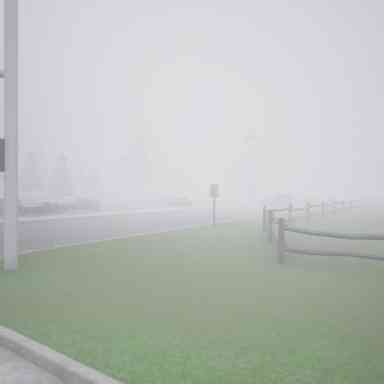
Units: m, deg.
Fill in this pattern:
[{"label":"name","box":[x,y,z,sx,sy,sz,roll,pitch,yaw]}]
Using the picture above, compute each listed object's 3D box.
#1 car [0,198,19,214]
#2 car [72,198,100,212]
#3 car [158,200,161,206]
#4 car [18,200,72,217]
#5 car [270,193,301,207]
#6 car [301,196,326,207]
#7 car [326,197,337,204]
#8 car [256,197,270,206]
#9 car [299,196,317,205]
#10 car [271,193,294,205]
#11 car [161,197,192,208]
[{"label":"car","box":[-18.231,1.352,31.250,2.097,1.767,4.553,0,0,35]},{"label":"car","box":[-12.994,1.491,38.828,2.128,1.511,4.902,0,0,35]},{"label":"car","box":[-3.304,1.491,52.795,2.128,1.511,4.902,0,0,35]},{"label":"car","box":[-14.073,1.601,31.112,1.895,1.301,4.718,0,0,35]},{"label":"car","box":[14.575,1.222,51.829,2.150,2.045,5.566,0,0,36]},{"label":"car","box":[18.655,1.478,51.499,1.882,1.535,5.008,0,0,36]},{"label":"car","box":[24.612,1.564,59.719,1.994,1.385,4.181,0,0,36]},{"label":"car","box":[12.125,1.564,54.544,1.994,1.385,4.181,0,0,36]},{"label":"car","box":[21.461,1.505,61.337,1.837,1.490,4.892,0,0,36]},{"label":"car","box":[16.624,1.221,60.822,2.150,2.045,5.566,0,0,36]},{"label":"car","box":[-1.922,1.504,48.659,1.837,1.490,4.892,0,0,35]}]
